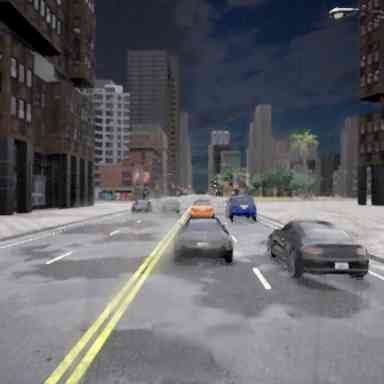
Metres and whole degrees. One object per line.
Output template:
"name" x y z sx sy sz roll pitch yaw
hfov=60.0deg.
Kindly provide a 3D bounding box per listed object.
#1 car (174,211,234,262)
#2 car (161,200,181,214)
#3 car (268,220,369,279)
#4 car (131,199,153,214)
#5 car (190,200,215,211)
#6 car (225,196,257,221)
"car" 0.413 1.612 12.429 1.994 1.385 4.181 0 0 2
"car" -2.308 1.632 37.236 1.837 1.490 4.892 0 0 2
"car" 3.590 1.577 10.110 1.812 1.442 4.674 0 0 2
"car" -5.556 1.620 37.320 1.837 1.490 4.892 0 0 2
"car" 0.897 1.462 29.168 2.097 1.767 4.553 0 0 2
"car" 4.131 1.342 28.411 2.150 2.045 5.566 0 0 2
